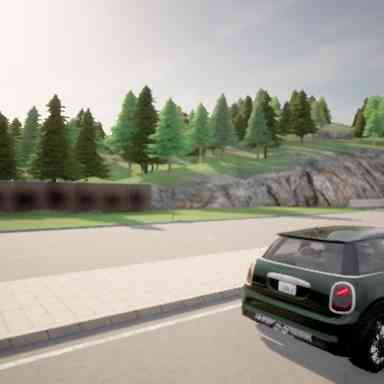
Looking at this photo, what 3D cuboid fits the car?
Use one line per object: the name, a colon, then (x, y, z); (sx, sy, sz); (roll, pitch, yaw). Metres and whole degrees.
car: (3.076, 1.389, 5.941); (4.553, 1.767, 2.097); (0, 0, -36)
